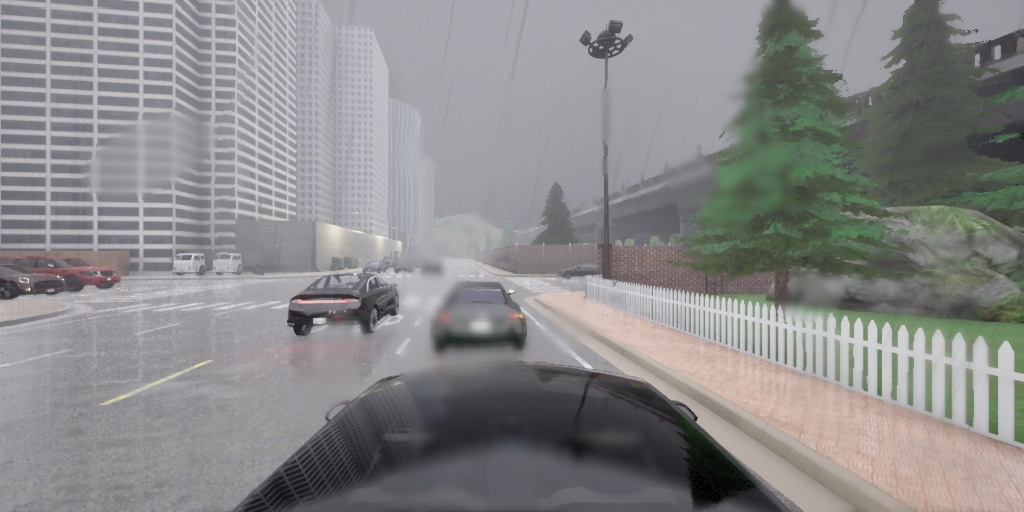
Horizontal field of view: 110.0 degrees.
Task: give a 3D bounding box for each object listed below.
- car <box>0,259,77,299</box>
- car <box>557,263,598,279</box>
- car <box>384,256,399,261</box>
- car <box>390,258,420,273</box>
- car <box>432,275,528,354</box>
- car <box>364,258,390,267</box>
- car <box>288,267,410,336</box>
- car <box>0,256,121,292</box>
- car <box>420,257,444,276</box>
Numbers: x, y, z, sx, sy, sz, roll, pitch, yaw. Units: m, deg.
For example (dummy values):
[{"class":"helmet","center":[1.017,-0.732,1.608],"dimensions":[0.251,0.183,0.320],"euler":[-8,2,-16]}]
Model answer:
[{"class":"car","center":[-25.417,1.157,17.762],"dimensions":[4.553,1.767,2.097],"euler":[0,0,-8]},{"class":"car","center":[6.465,1.331,33.039],"dimensions":[4.674,1.442,1.812],"euler":[0,0,-7]},{"class":"car","center":[-17.447,0.971,51.711],"dimensions":[2.150,2.045,5.566],"euler":[0,0,-8]},{"class":"car","center":[-12.662,1.297,42.787],"dimensions":[2.033,1.411,5.357],"euler":[0,0,-8]},{"class":"car","center":[-0.821,1.314,8.883],"dimensions":[1.994,1.385,4.181],"euler":[0,0,-7]},{"class":"car","center":[-16.101,1.276,42.103],"dimensions":[1.812,1.442,4.674],"euler":[0,0,-8]},{"class":"car","center":[-4.557,1.242,10.423],"dimensions":[2.128,1.511,4.902],"euler":[0,0,-6]},{"class":"car","center":[-26.842,1.027,21.119],"dimensions":[5.566,2.045,2.150],"euler":[0,0,-8]},{"class":"car","center":[-8.253,1.240,38.015],"dimensions":[1.882,1.535,5.008],"euler":[0,1,-8]}]
